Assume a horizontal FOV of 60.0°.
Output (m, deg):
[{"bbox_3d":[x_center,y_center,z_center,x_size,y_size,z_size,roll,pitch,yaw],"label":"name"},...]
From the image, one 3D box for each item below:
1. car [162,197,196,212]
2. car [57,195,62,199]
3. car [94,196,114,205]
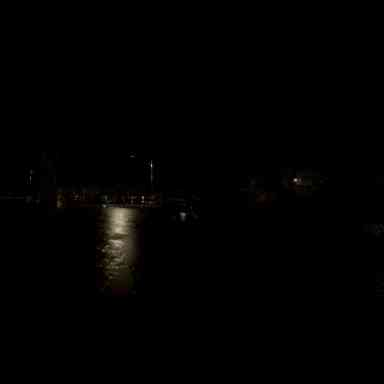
[{"bbox_3d":[-1.438,1.262,35.040,1.812,1.442,4.674,1,-1,-36],"label":"car"},{"bbox_3d":[-35.955,1.528,87.838,1.895,1.301,4.718,1,-1,-36],"label":"car"},{"bbox_3d":[-13.992,1.280,52.628,1.994,1.385,4.181,1,-1,-36],"label":"car"}]
